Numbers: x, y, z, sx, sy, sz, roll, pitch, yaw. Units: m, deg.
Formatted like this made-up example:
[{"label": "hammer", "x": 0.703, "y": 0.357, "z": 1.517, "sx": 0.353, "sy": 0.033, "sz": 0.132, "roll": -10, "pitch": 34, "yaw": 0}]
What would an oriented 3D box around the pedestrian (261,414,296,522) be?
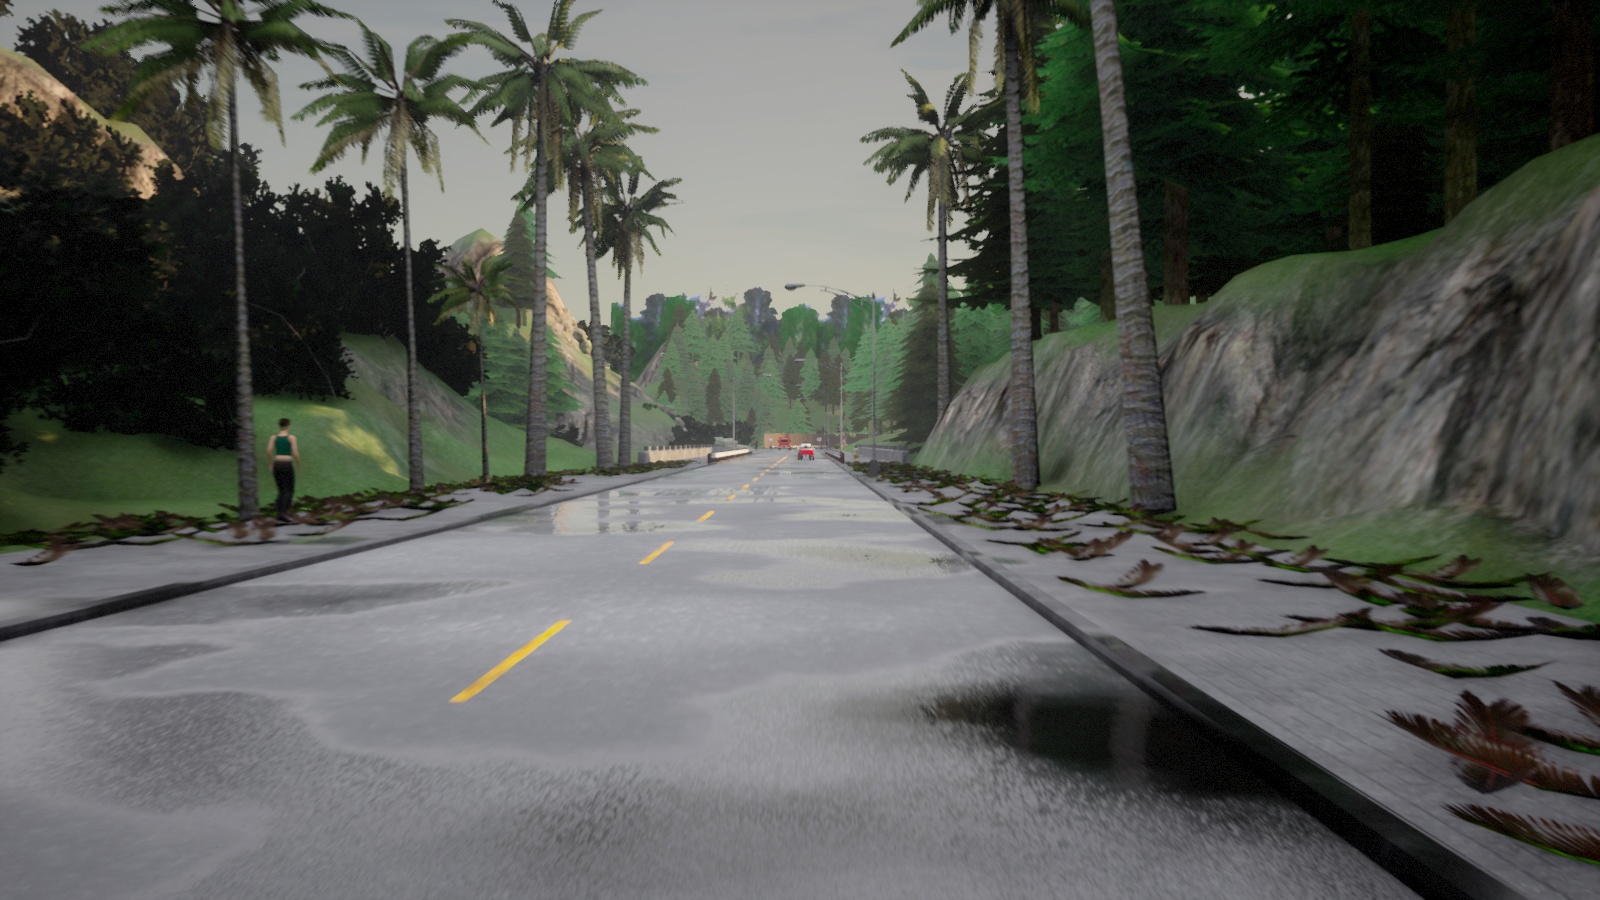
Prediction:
[{"label": "pedestrian", "x": -9.010, "y": 0.309, "z": 21.708, "sx": 0.345, "sy": 1.836, "sz": 0.594, "roll": 0, "pitch": 0, "yaw": 3}]
